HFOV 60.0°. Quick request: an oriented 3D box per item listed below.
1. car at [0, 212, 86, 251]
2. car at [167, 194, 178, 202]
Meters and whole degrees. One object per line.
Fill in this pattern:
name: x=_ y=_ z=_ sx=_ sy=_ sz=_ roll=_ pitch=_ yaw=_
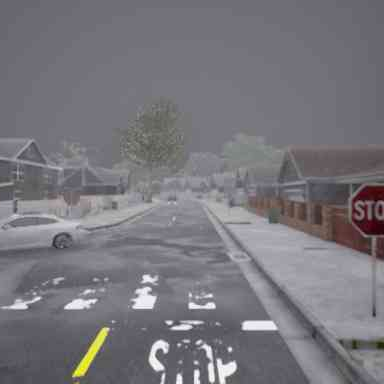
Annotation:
car: x=-6.446 y=1.516 z=12.596 sx=4.674 sy=1.442 sz=1.812 roll=0 pitch=2 yaw=-34
car: x=-3.656 y=1.115 z=61.166 sx=2.033 sy=1.411 sz=5.357 roll=0 pitch=0 yaw=-6
